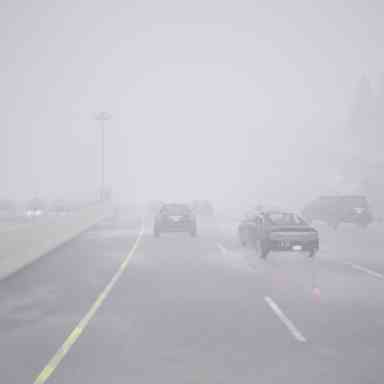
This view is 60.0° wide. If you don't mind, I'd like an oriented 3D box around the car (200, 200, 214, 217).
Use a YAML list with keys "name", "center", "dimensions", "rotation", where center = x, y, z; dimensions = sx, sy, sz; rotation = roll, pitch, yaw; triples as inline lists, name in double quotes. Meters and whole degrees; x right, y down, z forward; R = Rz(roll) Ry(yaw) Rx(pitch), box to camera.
- name: "car"
  center: [0.731, 1.487, 31.122]
  dimensions: [2.128, 1.511, 4.902]
  rotation: [0, 0, -10]

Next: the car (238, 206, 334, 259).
- name: "car"
  center: [3.025, 1.484, 12.521]
  dimensions: [2.128, 1.511, 4.902]
  rotation: [0, 0, -4]

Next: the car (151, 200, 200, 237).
- name: "car"
  center: [-1.010, 1.352, 18.270]
  dimensions: [2.097, 1.767, 4.553]
  rotation: [0, 0, -6]

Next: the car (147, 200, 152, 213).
- name: "car"
  center: [-3.963, 1.552, 37.206]
  dimensions: [2.033, 1.411, 5.357]
  rotation: [0, 0, -12]

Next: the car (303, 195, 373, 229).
- name: "car"
  center: [9.208, 1.200, 21.572]
  dimensions: [2.150, 2.045, 5.566]
  rotation: [0, 0, -6]
